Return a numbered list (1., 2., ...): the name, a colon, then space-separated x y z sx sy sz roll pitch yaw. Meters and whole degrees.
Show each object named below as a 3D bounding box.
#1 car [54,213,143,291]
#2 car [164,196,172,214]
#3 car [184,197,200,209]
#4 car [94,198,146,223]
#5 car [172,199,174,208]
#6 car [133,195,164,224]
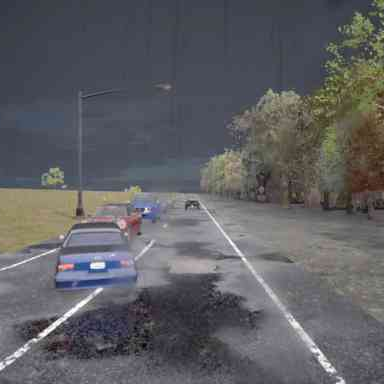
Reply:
1. car: -2.672 1.549 9.196 2.033 1.411 5.357 0 0 -17
2. car: -3.608 1.351 35.305 2.097 1.767 4.553 0 0 0
3. car: 0.041 1.500 44.257 1.837 1.490 4.892 0 0 0
4. car: -3.678 1.353 15.635 2.097 1.767 4.553 0 0 1
5. car: -3.610 1.347 45.312 2.097 1.767 4.553 0 0 0
6. car: -3.614 1.223 25.300 2.150 2.045 5.566 0 0 -1
